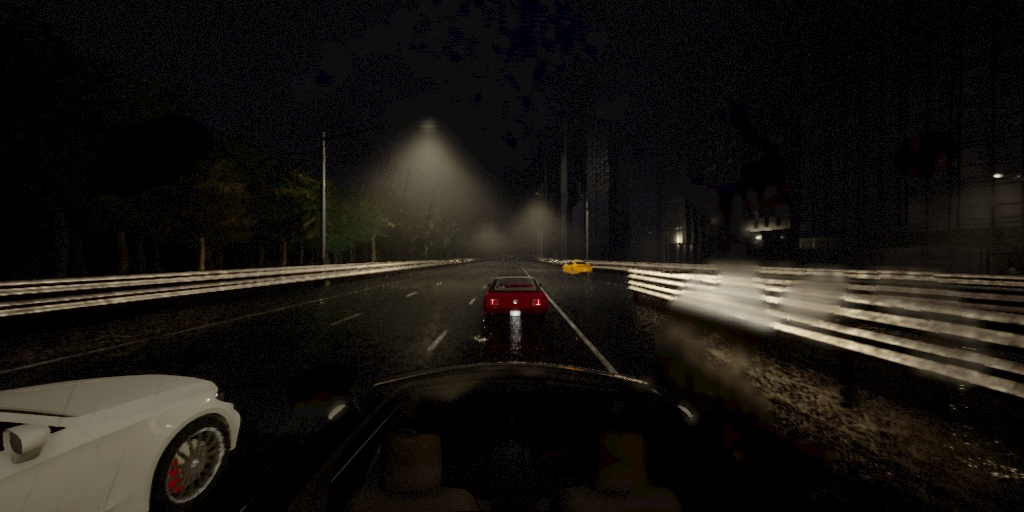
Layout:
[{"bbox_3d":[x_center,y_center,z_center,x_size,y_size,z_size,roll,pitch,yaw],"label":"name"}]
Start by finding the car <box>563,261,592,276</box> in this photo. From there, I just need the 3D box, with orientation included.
[{"bbox_3d":[6.881,1.251,38.274,1.882,1.535,5.008,0,0,-10],"label":"car"}]

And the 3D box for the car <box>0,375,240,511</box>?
[{"bbox_3d":[-3.400,1.276,1.308,1.812,1.442,4.674,0,0,0],"label":"car"}]

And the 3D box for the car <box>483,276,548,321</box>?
[{"bbox_3d":[0.100,1.351,12.472,1.895,1.301,4.718,0,0,0],"label":"car"}]
